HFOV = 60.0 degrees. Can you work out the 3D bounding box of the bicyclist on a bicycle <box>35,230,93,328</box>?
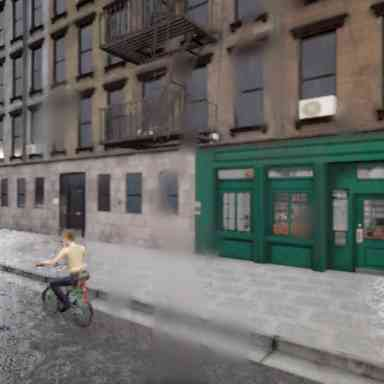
[{"bbox_3d":[-2.218,1.470,5.859,1.509,1.612,0.866,0,0,36],"label":"bicyclist on a bicycle"}]
